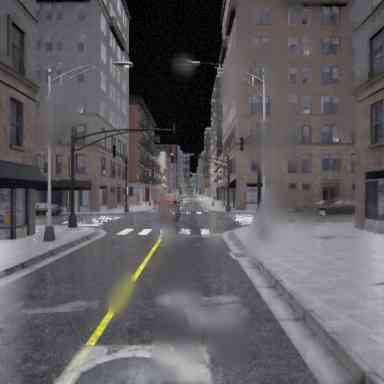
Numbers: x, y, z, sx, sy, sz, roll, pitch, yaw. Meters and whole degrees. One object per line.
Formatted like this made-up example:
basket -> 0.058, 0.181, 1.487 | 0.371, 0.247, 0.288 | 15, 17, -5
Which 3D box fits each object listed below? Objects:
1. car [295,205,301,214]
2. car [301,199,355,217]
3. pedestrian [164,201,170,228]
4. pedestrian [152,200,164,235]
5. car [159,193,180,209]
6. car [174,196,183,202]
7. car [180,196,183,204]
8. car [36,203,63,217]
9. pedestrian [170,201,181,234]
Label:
car -> 12.135, 1.433, 31.632 | 4.507, 1.381, 1.887 | -1, 0, 0
car -> 12.554, 1.351, 28.882 | 5.008, 1.535, 1.882 | -1, 0, 0
pedestrian -> -1.558, 1.291, 18.360 | 0.375, 1.860, 0.375 | 0, 0, 0
pedestrian -> -1.809, 1.292, 17.159 | 0.375, 1.860, 0.375 | 0, 0, 0
car -> -3.101, 1.200, 44.524 | 2.150, 2.045, 5.566 | 0, 0, 0
car -> -3.005, 1.504, 74.377 | 1.895, 1.301, 4.718 | 0, 0, 0
car -> -3.083, 1.170, 58.996 | 2.150, 2.045, 5.566 | 0, 1, 0
car -> -14.628, 1.703, 31.820 | 4.403, 1.369, 2.008 | -1, 0, 0
pedestrian -> -0.834, 1.291, 17.759 | 0.375, 1.860, 0.375 | 0, 0, 0
